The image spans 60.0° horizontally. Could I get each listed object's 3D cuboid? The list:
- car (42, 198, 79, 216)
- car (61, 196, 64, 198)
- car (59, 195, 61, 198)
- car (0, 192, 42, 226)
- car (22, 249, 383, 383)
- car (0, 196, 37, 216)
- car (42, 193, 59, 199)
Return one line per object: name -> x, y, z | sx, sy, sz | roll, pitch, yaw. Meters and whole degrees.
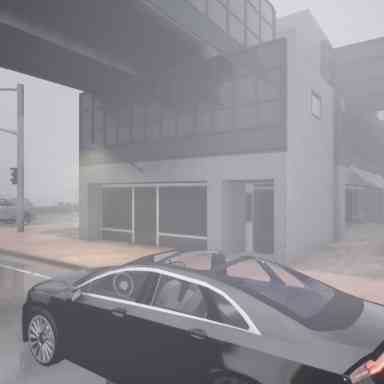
car -> -13.405, 1.601, 32.655 | 1.895, 1.301, 4.718 | 0, 0, 36
car -> -12.565, 1.478, 39.660 | 1.882, 1.535, 5.008 | 0, 0, 37
car -> -28.861, 1.364, 71.730 | 3.905, 1.438, 1.784 | 0, 0, 35
car -> -12.894, 1.221, 21.063 | 2.150, 2.045, 5.566 | 0, 0, 36
car -> -0.217, 1.492, 4.148 | 4.902, 1.511, 2.128 | 0, 0, 35
car -> -17.903, 1.352, 32.429 | 2.097, 1.767, 4.553 | 0, 0, 36
car -> -30.588, 1.153, 69.404 | 4.605, 1.855, 1.932 | 0, 0, 35
